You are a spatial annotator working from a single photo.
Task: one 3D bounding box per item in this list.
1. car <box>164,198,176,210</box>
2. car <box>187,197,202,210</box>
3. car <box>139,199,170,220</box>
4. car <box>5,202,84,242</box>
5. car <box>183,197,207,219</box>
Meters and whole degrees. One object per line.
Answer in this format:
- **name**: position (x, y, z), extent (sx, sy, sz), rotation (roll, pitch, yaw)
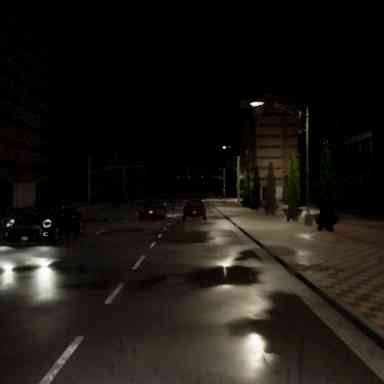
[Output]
- **car**: position (-3.143, 1.521, 42.422), extent (2.033, 1.411, 5.357), rotation (0, 0, 1)
- **car**: position (0.381, 1.451, 44.692), extent (1.882, 1.535, 5.008), rotation (0, 0, 1)
- **car**: position (-3.208, 1.546, 28.013), extent (1.994, 1.385, 4.181), rotation (0, 0, 0)
- **car**: position (-6.937, 1.339, 16.088), extent (2.097, 1.767, 4.553), rotation (0, 0, 1)
- **car**: position (0.226, 1.460, 28.767), extent (1.882, 1.535, 5.008), rotation (0, 0, 1)
